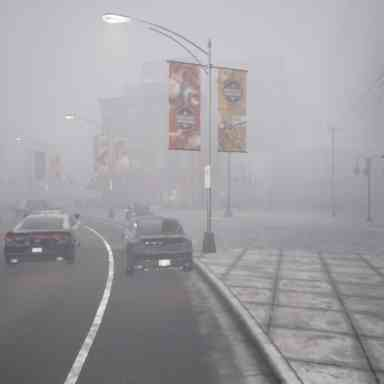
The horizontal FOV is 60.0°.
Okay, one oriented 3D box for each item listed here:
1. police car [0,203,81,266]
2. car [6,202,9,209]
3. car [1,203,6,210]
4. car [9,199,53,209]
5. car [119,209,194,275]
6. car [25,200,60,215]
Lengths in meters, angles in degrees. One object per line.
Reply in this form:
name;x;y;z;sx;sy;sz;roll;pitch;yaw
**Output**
police car;-5.059;1.419;11.821;1.930;1.638;5.238;0;0;-16
car;-20.128;1.497;38.354;4.674;1.452;2.002;0;0;37
car;-14.406;1.510;23.069;1.812;1.442;4.674;0;0;-35
car;-12.936;1.338;26.830;2.097;1.767;4.553;0;0;-38
car;-1.251;1.503;10.602;1.837;1.490;4.892;0;0;-14
car;-15.682;1.577;34.738;1.895;1.301;4.718;0;0;-43
